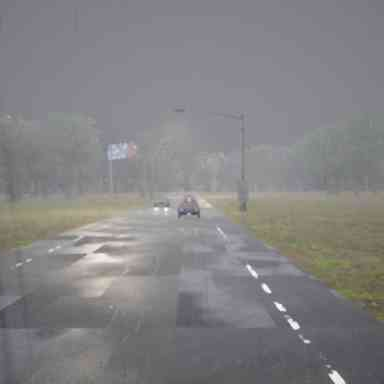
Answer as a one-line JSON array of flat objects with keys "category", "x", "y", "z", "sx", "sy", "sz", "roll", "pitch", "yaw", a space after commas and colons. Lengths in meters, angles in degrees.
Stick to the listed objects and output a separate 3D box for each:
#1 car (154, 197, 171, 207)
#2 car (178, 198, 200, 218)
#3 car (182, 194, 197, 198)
[{"category": "car", "x": -3.906, "y": 1.312, "z": 44.338, "sx": 1.994, "sy": 1.385, "sz": 4.181, "roll": 0, "pitch": 1, "yaw": -1}, {"category": "car", "x": -0.248, "y": 1.480, "z": 29.043, "sx": 1.895, "sy": 1.301, "sz": 4.718, "roll": 0, "pitch": 0, "yaw": 0}, {"category": "car", "x": -0.351, "y": 1.056, "z": 45.838, "sx": 2.097, "sy": 1.767, "sz": 4.553, "roll": 0, "pitch": 1, "yaw": 0}]
